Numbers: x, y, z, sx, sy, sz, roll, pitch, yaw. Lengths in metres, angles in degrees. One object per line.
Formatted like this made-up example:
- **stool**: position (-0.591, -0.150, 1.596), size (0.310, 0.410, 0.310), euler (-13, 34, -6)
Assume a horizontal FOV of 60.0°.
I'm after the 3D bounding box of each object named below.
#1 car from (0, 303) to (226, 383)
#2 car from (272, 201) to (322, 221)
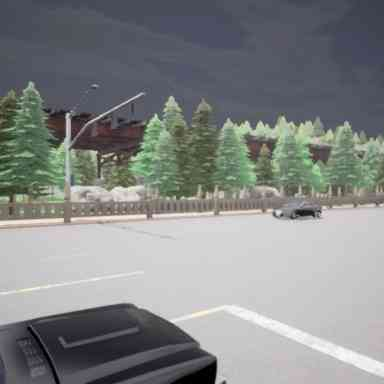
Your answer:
- **car**: position (-2.026, 1.601, 2.321), size (4.718, 1.301, 1.895), euler (0, 0, -35)
- **car**: position (8.711, 1.485, 27.399), size (4.902, 1.511, 2.128), euler (0, 0, -35)
